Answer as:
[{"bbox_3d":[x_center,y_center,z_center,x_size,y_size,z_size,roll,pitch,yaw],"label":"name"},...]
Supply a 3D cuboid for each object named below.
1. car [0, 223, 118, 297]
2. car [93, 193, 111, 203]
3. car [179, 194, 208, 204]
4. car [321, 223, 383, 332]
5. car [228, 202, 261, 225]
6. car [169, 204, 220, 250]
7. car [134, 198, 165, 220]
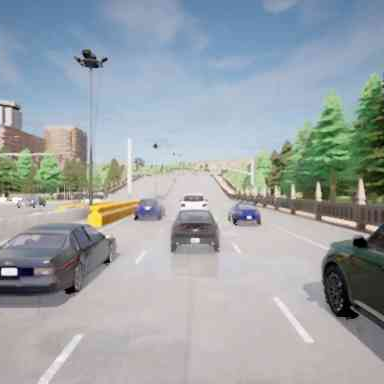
[{"bbox_3d":[-3.395,1.519,8.695,2.033,1.411,5.357,0,0,0],"label":"car"},{"bbox_3d":[-10.466,1.141,36.584,2.150,2.045,5.566,0,0,0],"label":"car"},{"bbox_3d":[0.125,1.135,26.966,2.150,2.045,5.566,0,0,0],"label":"car"},{"bbox_3d":[3.604,1.208,4.198,2.150,2.045,5.566,0,0,0],"label":"car"},{"bbox_3d":[3.622,1.451,23.357,1.812,1.442,4.674,0,0,0],"label":"car"},{"bbox_3d":[0.114,1.457,13.933,1.837,1.490,4.892,0,-1,0],"label":"car"},{"bbox_3d":[-3.374,1.264,27.433,2.097,1.767,4.553,0,0,0],"label":"car"}]
